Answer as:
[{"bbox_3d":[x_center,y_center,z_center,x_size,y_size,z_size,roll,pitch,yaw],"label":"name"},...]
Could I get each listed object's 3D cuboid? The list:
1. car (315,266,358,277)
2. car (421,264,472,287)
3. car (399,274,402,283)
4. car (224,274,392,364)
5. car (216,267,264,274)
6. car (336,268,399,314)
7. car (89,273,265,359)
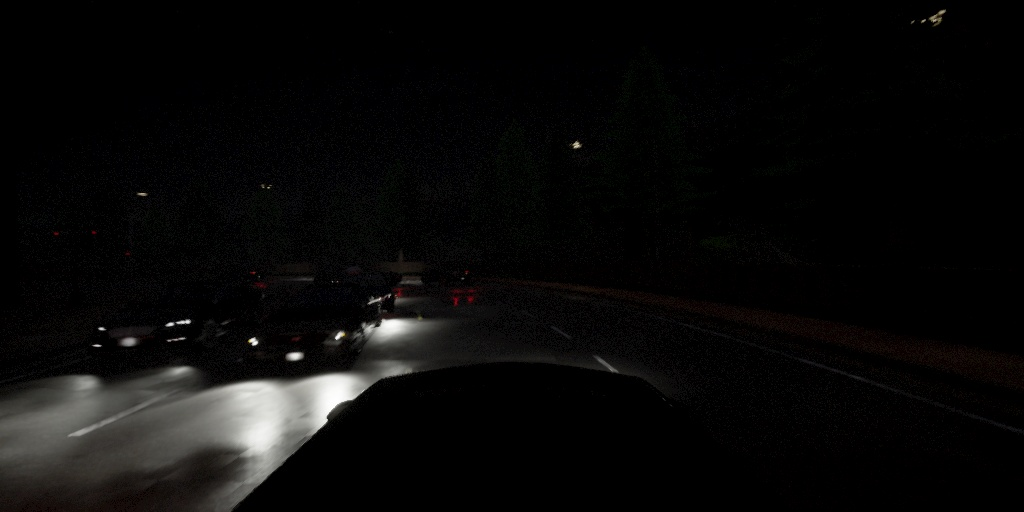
[{"bbox_3d":[-10.717,1.448,21.955,2.128,1.511,4.902,-1,0,-40],"label":"car"},{"bbox_3d":[-4.722,1.302,25.308,2.128,1.511,4.902,-1,0,-39],"label":"car"},{"bbox_3d":[-9.846,1.529,25.858,1.895,1.301,4.718,-1,0,-44],"label":"car"},{"bbox_3d":[-4.395,1.385,8.873,2.033,1.411,5.357,-1,0,-13],"label":"car"},{"bbox_3d":[-26.511,1.801,34.827,4.892,1.490,1.837,-1,0,14],"label":"car"},{"bbox_3d":[-5.675,1.387,13.999,1.812,1.442,4.674,-1,0,-23],"label":"car"},{"bbox_3d":[-8.140,1.415,9.299,2.128,1.511,4.902,-1,0,-17],"label":"car"}]
